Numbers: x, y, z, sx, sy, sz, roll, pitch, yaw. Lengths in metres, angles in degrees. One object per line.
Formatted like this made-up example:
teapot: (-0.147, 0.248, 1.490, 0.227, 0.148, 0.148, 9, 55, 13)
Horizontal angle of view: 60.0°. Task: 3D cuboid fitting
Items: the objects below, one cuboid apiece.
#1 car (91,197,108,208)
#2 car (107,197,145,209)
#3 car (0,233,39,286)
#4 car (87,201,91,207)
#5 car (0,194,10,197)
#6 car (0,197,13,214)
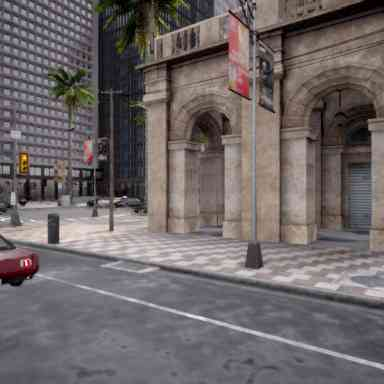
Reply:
car: (-11.962, 1.525, 48.704, 1.812, 1.442, 4.674, 0, 0, 36)
car: (-8.874, 1.547, 47.011, 2.033, 1.411, 5.357, 0, 0, 36)
car: (-5.828, 1.601, 8.200, 4.718, 1.301, 1.895, 0, 0, 37)
car: (-13.928, 1.513, 51.276, 2.161, 1.482, 4.786, 0, 0, 35)
car: (-21.897, 1.221, 34.925, 2.150, 2.045, 5.566, 0, 0, 36)
car: (-20.123, 1.491, 31.310, 2.128, 1.511, 4.902, 0, 0, 35)
